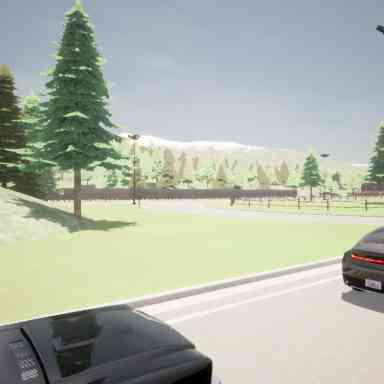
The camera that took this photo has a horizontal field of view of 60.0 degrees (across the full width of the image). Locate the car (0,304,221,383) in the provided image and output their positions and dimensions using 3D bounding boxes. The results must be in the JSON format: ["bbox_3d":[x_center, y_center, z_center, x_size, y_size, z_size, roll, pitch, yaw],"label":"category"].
[{"bbox_3d":[-2.071,1.601,2.272,4.718,1.301,1.895,0,0,-35],"label":"car"}]

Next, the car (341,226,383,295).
[{"bbox_3d":[5.425,1.505,7.714,4.892,1.490,1.837,0,0,-35],"label":"car"}]
